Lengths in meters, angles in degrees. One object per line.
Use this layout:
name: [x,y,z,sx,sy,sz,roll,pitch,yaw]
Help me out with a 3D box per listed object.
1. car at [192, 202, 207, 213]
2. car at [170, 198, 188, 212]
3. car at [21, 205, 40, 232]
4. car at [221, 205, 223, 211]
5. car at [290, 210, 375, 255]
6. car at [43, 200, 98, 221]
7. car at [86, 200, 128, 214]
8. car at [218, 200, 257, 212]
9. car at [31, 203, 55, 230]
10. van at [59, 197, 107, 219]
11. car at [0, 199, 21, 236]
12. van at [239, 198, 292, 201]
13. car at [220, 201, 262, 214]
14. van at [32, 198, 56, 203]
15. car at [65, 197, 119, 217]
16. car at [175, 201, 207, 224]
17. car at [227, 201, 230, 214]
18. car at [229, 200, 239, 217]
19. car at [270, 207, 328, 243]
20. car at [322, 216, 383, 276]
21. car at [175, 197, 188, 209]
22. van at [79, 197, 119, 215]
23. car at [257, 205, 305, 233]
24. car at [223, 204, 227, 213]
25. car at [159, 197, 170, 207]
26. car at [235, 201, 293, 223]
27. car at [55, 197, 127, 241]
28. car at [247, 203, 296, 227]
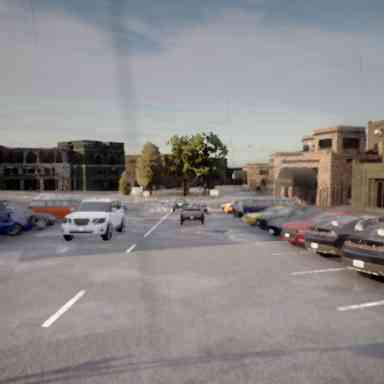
car: [0.945,1.966,42.607,1.895,1.301,4.718,0,-1,0]
car: [-1.616,1.753,46.229,2.097,1.767,4.553,0,0,-1]
car: [-11.386,1.692,18.576,4.792,1.488,2.163,-1,0,-19]
car: [6.126,1.669,38.467,4.553,1.767,2.185,1,-1,-21]
car: [6.373,1.567,12.001,4.892,1.521,2.231,1,-1,-20]
car: [-11.116,1.645,30.616,4.553,1.767,2.185,-1,0,-19]
car: [-10.869,1.879,42.602,5.008,1.535,2.097,-1,0,-19]
car: [6.084,1.887,44.372,4.674,1.452,2.002,1,0,-21]
car: [-11.327,1.691,21.596,4.892,1.521,2.231,-1,-1,-19]
van: [-10.972,1.571,33.653,4.442,1.987,1.878,-1,-1,-19]
car: [-11.423,1.384,15.563,5.566,2.045,2.435,-1,0,-19]
van: [6.390,1.469,26.724,4.442,1.987,1.878,1,-1,-20]
car: [6.093,1.850,41.410,4.792,1.488,2.163,1,0,-21]
van: [-11.321,1.519,27.565,4.442,1.987,1.878,-1,0,-19]
car: [-10.987,1.573,36.623,5.566,2.045,2.435,-1,-1,-19]
car: [0.096,1.721,27.079,2.128,1.511,4.902,0,-1,2]
car: [6.191,1.618,32.567,4.553,1.767,2.185,1,-1,-21]
car: [6.257,1.718,29.623,5.008,1.535,2.097,1,0,-21]
car: [6.370,1.591,14.936,5.008,1.535,2.097,1,0,-20]
car: [6.383,1.541,9.068,4.892,1.521,2.231,1,-1,-20]
car: [-1.768,1.791,55.902,2.097,1.767,4.553,0,1,-1]
van: [-11.055,1.627,39.567,4.442,1.987,1.878,-1,0,-19]
car: [6.317,1.646,17.862,4.792,1.488,2.163,1,0,-20]
car: [6.214,1.800,35.535,4.792,1.488,2.163,1,-1,-21]
car: [-4.915,1.714,59.894,1.812,1.442,4.674,0,1,0]
car: [6.128,1.662,23.679,5.366,1.575,1.946,1,0,-20]
car: [-5.121,1.376,18.108,2.150,2.045,5.566,0,-1,0]
car: [6.333,1.642,20.808,5.008,1.535,2.097,1,0,-20]
